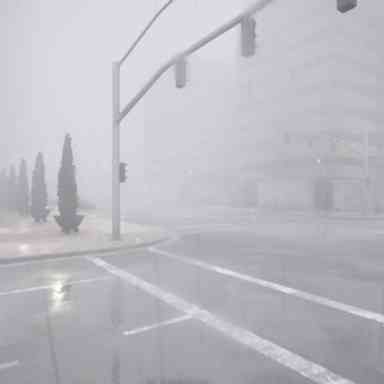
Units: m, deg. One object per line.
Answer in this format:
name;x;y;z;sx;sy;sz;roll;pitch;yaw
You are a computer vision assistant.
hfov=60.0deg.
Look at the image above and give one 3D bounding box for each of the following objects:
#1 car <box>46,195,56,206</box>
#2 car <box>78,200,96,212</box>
car;-23.180;1.655;54.232;1.895;1.301;4.718;0;0;-35
car;-12.921;1.587;39.380;1.895;1.301;4.718;0;0;-35
